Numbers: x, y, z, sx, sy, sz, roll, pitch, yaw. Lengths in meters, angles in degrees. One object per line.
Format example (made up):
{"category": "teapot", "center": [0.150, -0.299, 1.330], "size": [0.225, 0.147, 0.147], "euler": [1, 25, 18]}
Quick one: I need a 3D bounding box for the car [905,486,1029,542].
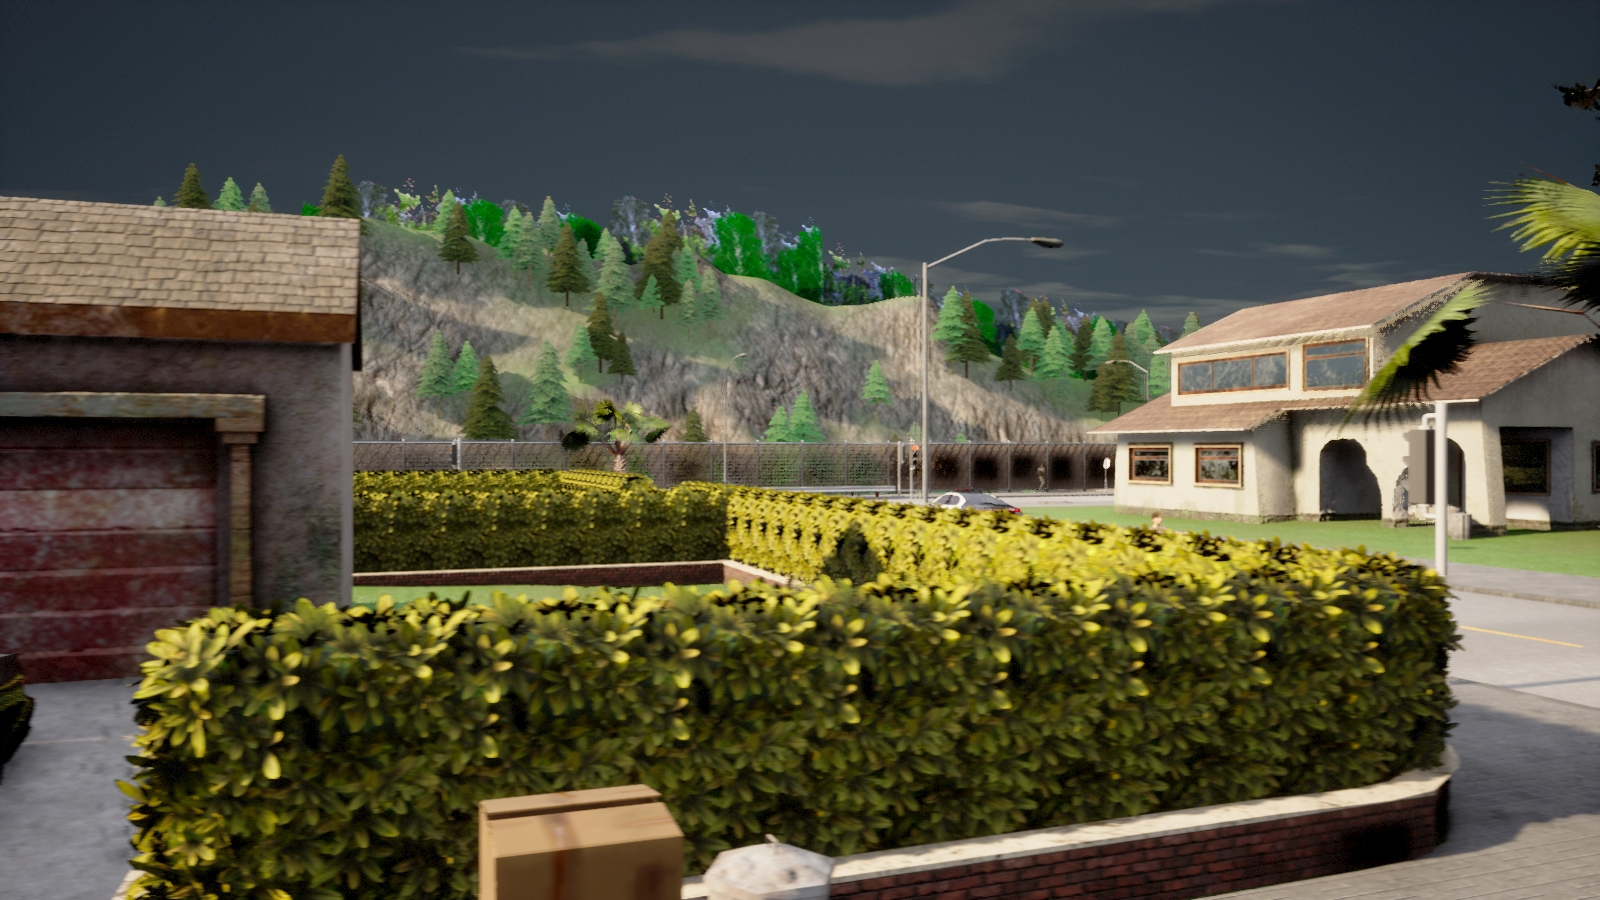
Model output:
{"category": "car", "center": [5.381, 2.030, 37.626], "size": [2.038, 1.542, 4.974], "euler": [0, 0, -18]}

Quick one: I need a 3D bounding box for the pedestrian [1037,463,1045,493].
{"category": "pedestrian", "center": [15.066, 1.728, 71.408], "size": [0.375, 1.860, 0.375], "euler": [0, 0, -27]}
